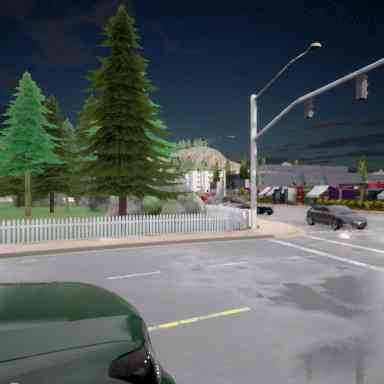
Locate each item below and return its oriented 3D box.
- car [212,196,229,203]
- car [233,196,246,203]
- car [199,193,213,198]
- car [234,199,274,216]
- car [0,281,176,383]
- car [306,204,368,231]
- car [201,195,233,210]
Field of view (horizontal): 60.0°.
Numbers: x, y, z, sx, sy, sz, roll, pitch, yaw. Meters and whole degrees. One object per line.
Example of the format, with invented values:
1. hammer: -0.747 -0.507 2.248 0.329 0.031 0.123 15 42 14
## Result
1. car: 6.045 1.558 71.150 1.837 1.490 4.892 0 0 -16
2. car: 8.667 1.547 62.286 2.128 1.511 4.902 0 0 -16
3. car: 2.899 1.277 69.600 2.150 2.045 5.566 0 0 -17
4. car: 6.171 1.656 32.697 1.895 1.301 4.718 0 0 -16
5. car: -2.767 1.222 1.662 5.566 2.045 2.150 0 0 -36
6. car: 9.140 1.561 21.373 1.837 1.490 4.892 0 0 -10
7. car: 3.040 1.548 43.419 2.128 1.511 4.902 0 0 -16
